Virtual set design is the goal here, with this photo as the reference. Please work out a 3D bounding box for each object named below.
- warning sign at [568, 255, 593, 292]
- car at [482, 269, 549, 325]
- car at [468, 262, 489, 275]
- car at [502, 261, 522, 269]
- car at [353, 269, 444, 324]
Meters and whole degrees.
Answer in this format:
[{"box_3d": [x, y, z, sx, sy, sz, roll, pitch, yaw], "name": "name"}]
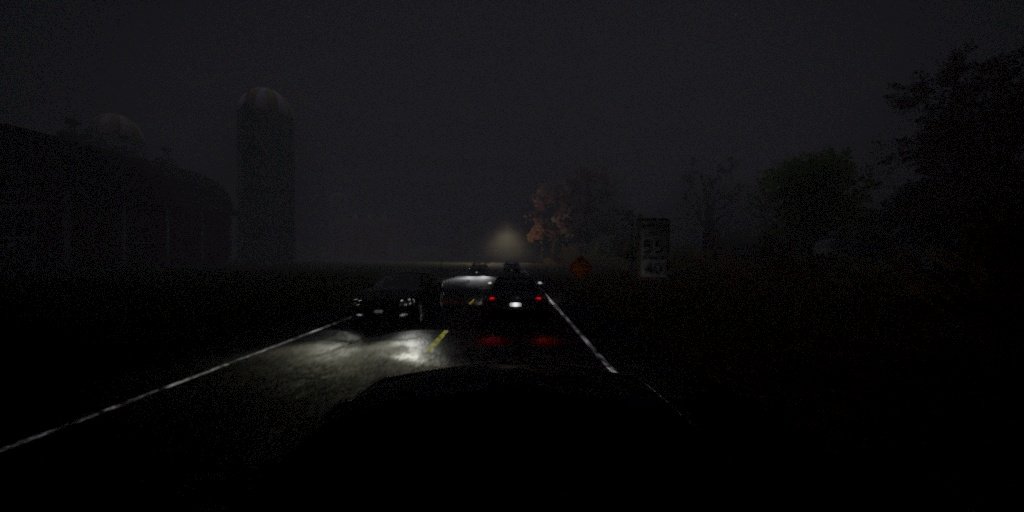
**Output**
[{"box_3d": [3.544, 0.866, 18.595, 1.300, 1.860, 1.060, 0, 0, 0], "name": "warning sign"}, {"box_3d": [0.098, 1.314, 11.903, 1.994, 1.385, 4.181, 0, 0, 0], "name": "car"}, {"box_3d": [-3.562, 1.348, 38.580, 1.895, 1.301, 4.718, 0, 0, 0], "name": "car"}, {"box_3d": [-0.008, 1.241, 38.495, 2.128, 1.511, 4.902, 0, 0, 0], "name": "car"}, {"box_3d": [-3.603, 1.227, 12.180, 1.882, 1.535, 5.008, 0, 0, 0], "name": "car"}]
